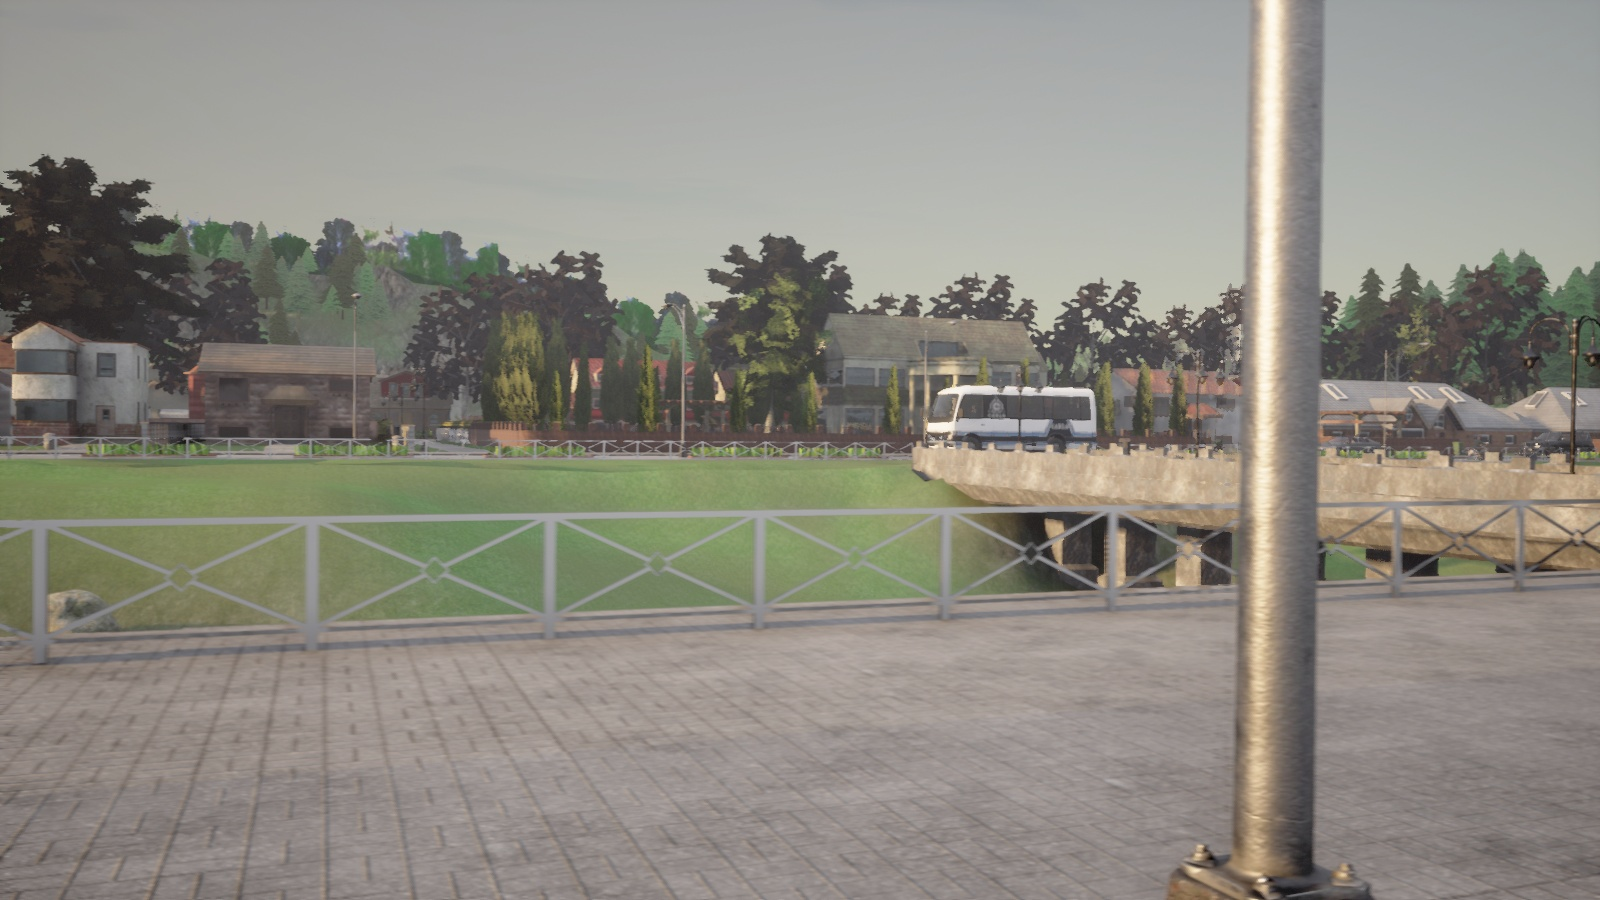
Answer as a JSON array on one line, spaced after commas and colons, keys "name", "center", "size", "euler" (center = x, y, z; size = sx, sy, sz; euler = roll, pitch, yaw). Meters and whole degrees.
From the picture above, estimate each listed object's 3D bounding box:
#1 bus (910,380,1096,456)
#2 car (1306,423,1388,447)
[{"name": "bus", "center": [12.018, -1.907, 74.311], "size": [10.273, 4.253, 3.944], "euler": [-1, 1, -21]}, {"name": "car", "center": [36.378, -0.981, 83.571], "size": [4.902, 1.511, 2.128], "euler": [-1, 1, -21]}]
